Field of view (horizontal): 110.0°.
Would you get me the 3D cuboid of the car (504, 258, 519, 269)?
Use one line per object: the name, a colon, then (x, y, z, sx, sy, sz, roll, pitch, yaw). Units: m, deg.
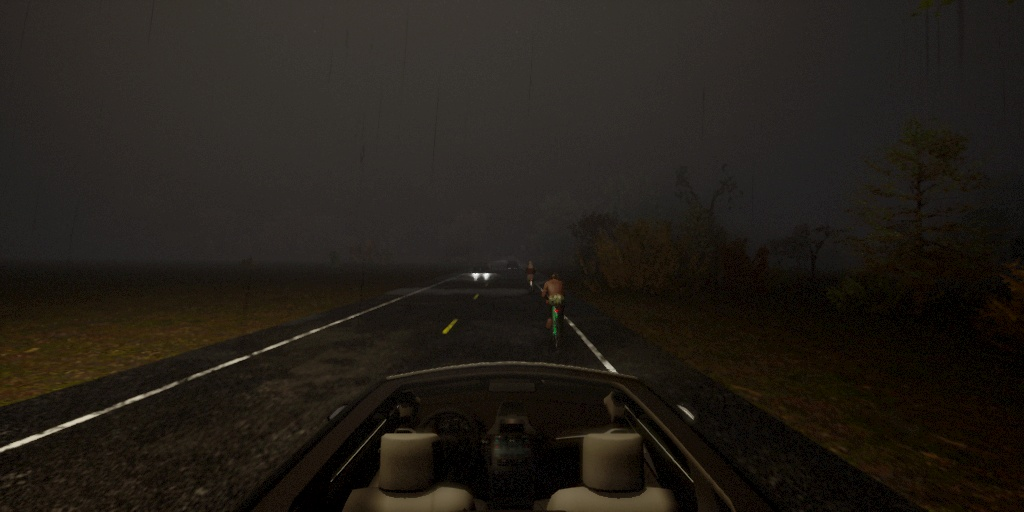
car: (0.092, 1.310, 58.171, 1.994, 1.385, 4.181, 0, 0, 0)

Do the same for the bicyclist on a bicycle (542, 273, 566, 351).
bicyclist on a bicycle: (0.961, 1.202, 8.040, 0.582, 1.620, 1.656, 0, 0, 0)

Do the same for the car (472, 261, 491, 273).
car: (-3.601, 1.310, 42.599, 1.994, 1.385, 4.181, 0, 0, 0)

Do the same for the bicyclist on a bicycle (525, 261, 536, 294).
bicyclist on a bicycle: (0.960, 1.119, 18.631, 0.659, 1.776, 1.843, 0, 0, 0)
